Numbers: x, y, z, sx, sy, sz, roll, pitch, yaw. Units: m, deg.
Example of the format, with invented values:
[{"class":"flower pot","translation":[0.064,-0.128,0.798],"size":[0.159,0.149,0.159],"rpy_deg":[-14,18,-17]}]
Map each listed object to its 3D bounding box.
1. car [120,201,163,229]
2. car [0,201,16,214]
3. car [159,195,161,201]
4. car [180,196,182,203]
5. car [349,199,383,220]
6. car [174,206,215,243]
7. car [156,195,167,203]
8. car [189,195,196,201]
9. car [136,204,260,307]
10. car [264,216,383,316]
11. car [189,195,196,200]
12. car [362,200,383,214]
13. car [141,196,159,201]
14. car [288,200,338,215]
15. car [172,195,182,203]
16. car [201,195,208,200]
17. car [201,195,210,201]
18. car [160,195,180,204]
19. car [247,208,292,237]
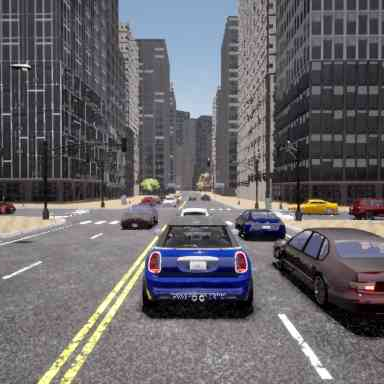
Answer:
[{"class":"car","translation":[-3.306,1.534,21.788],"size":[2.033,1.411,5.357],"rpy_deg":[0,0,0]},{"class":"car","translation":[-19.339,1.408,32.013],"size":[4.181,1.385,1.994],"rpy_deg":[1,1,1]},{"class":"car","translation":[-6.476,1.500,59.952],"size":[2.033,1.411,5.357],"rpy_deg":[0,0,0]},{"class":"car","translation":[-3.227,1.501,59.467],"size":[2.033,1.411,5.357],"rpy_deg":[0,0,0]},{"class":"car","translation":[16.249,1.519,28.779],"size":[5.009,1.841,2.192],"rpy_deg":[1,0,1]},{"class":"car","translation":[0.128,1.517,16.988],"size":[1.812,1.442,4.674],"rpy_deg":[0,0,0]},{"class":"car","translation":[-6.383,1.417,70.322],"size":[1.882,1.535,5.008],"rpy_deg":[0,0,0]},{"class":"car","translation":[0.134,1.451,79.797],"size":[2.128,1.511,4.902],"rpy_deg":[0,0,0]},{"class":"car","translation":[0.113,1.348,8.131],"size":[2.097,1.767,4.553],"rpy_deg":[0,0,0]},{"class":"car","translation":[3.362,1.544,7.791],"size":[2.033,1.411,5.357],"rpy_deg":[0,0,0]},{"class":"car","translation":[0.151,1.449,90.016],"size":[2.033,1.411,5.357],"rpy_deg":[0,0,0]},{"class":"car","translation":[21.872,1.642,37.056],"size":[4.829,1.417,1.752],"rpy_deg":[1,0,1]},{"class":"car","translation":[-6.507,1.442,50.025],"size":[1.882,1.535,5.008],"rpy_deg":[0,0,0]},{"class":"car","translation":[12.528,1.555,34.636],"size":[5.008,1.535,1.882],"rpy_deg":[0,1,1]},{"class":"car","translation":[-3.134,1.418,69.683],"size":[1.882,1.535,5.008],"rpy_deg":[0,0,0]},{"class":"car","translation":[3.403,1.504,90.454],"size":[1.895,1.301,4.718],"rpy_deg":[0,0,0]},{"class":"car","translation":[3.385,1.425,80.431],"size":[1.837,1.490,4.892],"rpy_deg":[0,0,0]},{"class":"car","translation":[-3.258,1.490,49.776],"size":[1.812,1.442,4.674],"rpy_deg":[0,0,0]},{"class":"car","translation":[3.377,1.555,17.030],"size":[1.994,1.385,4.181],"rpy_deg":[0,0,0]}]
